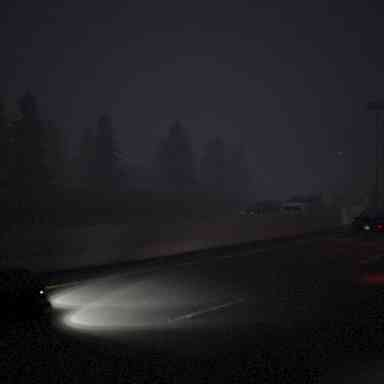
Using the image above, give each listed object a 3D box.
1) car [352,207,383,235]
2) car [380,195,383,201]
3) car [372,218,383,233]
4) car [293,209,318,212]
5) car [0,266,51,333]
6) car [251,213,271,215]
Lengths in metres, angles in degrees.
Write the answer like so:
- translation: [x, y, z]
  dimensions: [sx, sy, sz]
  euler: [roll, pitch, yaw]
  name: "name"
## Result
- translation: [9.969, 1.513, 17.550]
  dimensions: [1.812, 1.442, 4.674]
  euler: [0, 0, 44]
  name: "car"
- translation: [46.295, 1.392, 80.226]
  dimensions: [1.801, 1.575, 5.366]
  euler: [0, 0, 4]
  name: "car"
- translation: [7.803, 1.535, 10.445]
  dimensions: [5.357, 1.411, 2.033]
  euler: [0, 0, -43]
  name: "car"
- translation: [9.095, 1.221, 27.291]
  dimensions: [2.150, 2.045, 5.566]
  euler: [0, 0, 40]
  name: "car"
- translation: [-4.949, 1.568, 4.590]
  dimensions: [5.357, 1.411, 2.033]
  euler: [0, 0, -35]
  name: "car"
- translation: [6.493, 1.514, 29.666]
  dimensions: [1.837, 1.490, 4.892]
  euler: [0, 0, 39]
  name: "car"
